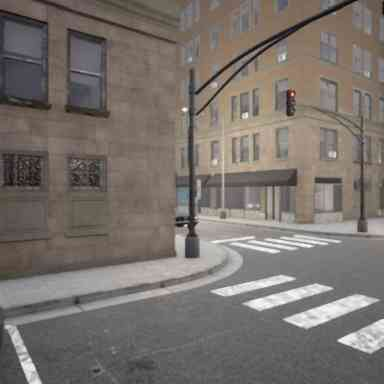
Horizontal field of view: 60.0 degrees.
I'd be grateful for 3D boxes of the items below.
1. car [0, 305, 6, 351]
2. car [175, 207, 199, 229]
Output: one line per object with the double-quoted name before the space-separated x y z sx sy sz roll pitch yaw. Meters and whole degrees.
"car" -4.284 1.551 3.132 4.403 1.369 2.008 0 0 -36
"car" -1.617 1.505 19.938 1.895 1.301 4.718 0 0 -36
